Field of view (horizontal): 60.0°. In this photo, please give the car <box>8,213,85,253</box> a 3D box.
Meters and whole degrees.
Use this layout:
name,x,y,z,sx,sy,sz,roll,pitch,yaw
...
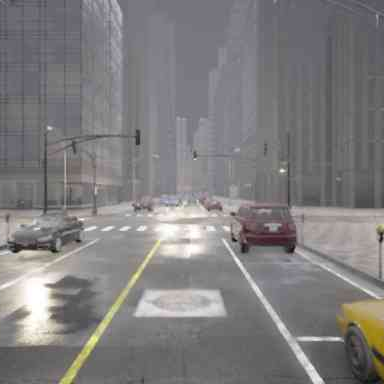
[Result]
name,x,y,z,sx,sy,sz,roll,pitch,yaw
car,-5.763,1.581,13.673,2.008,1.369,4.403,0,0,0

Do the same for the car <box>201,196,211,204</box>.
name,x,y,z,sx,sy,sz,roll,pitch,yaw
car,2.758,1.672,51.785,1.887,1.381,4.507,0,0,0

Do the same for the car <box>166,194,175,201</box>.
name,x,y,z,sx,sy,sz,roll,pitch,yaw
car,-5.771,1.557,91.097,2.192,1.841,5.009,0,0,0

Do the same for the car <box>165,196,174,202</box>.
name,x,y,z,sx,sy,sz,roll,pitch,yaw
car,-5.771,1.790,85.477,1.947,1.339,4.313,0,0,0

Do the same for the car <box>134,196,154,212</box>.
name,x,y,z,sx,sy,sz,roll,pitch,yaw
car,-5.766,1.411,40.528,2.192,1.841,5.009,0,0,0

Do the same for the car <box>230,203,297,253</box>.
name,x,y,z,sx,sy,sz,roll,pitch,yaw
car,2.762,1.345,13.694,2.192,1.841,5.009,0,0,0

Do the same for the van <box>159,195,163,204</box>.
name,x,y,z,sx,sy,sz,roll,pitch,yaw
van,-5.769,1.516,68.622,1.690,1.788,3.998,0,0,0

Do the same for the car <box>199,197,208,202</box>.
name,x,y,z,sx,sy,sz,roll,pitch,yaw
car,2.755,1.774,79.876,1.947,1.339,4.313,0,0,0

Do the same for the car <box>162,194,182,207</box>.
name,x,y,z,sx,sy,sz,roll,pitch,yaw
car,-3.069,1.481,52.546,2.097,1.767,4.553,0,0,0

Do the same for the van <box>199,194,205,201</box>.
name,x,y,z,sx,sy,sz,roll,pitch,yaw
van,2.754,1.583,91.113,1.690,1.788,3.998,0,0,0

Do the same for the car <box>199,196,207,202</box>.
name,x,y,z,sx,sy,sz,roll,pitch,yaw
car,2.754,1.769,85.495,1.887,1.381,4.507,0,0,0

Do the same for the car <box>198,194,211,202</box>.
name,x,y,z,sx,sy,sz,roll,pitch,yaw
car,2.757,1.474,63.022,2.192,1.841,5.009,0,0,0

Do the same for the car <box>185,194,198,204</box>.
name,x,y,z,sx,sy,sz,roll,pitch,yaw
car,-0.007,1.715,70.782,2.033,1.411,5.357,0,0,0

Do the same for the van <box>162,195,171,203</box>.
name,x,y,z,sx,sy,sz,roll,pitch,yaw
van,-5.769,1.532,74.240,1.690,1.788,3.998,0,0,0

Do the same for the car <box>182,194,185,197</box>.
name,x,y,z,sx,sy,sz,roll,pitch,yaw
car,-3.007,1.710,68.342,2.033,1.411,5.357,0,0,0

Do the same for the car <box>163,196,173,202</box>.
name,x,y,z,sx,sy,sz,roll,pitch,yaw
car,-5.770,1.758,79.858,2.008,1.369,4.403,0,0,0

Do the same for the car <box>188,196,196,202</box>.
name,x,y,z,sx,sy,sz,roll,pitch,yaw
car,-0.008,1.671,81.197,1.837,1.490,4.892,0,0,0

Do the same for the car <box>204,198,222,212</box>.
name,x,y,z,sx,sy,sz,roll,pitch,yaw
car,2.759,1.678,40.548,1.802,1.307,4.206,0,0,0

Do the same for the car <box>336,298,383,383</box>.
name,x,y,z,sx,sy,sz,roll,pitch,yaw
car,2.763,1.531,2.591,1.752,1.417,4.829,0,0,0

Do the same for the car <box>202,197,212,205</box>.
name,x,y,z,sx,sy,sz,roll,pitch,yaw
car,2.758,1.694,46.166,1.802,1.307,4.206,0,0,0
